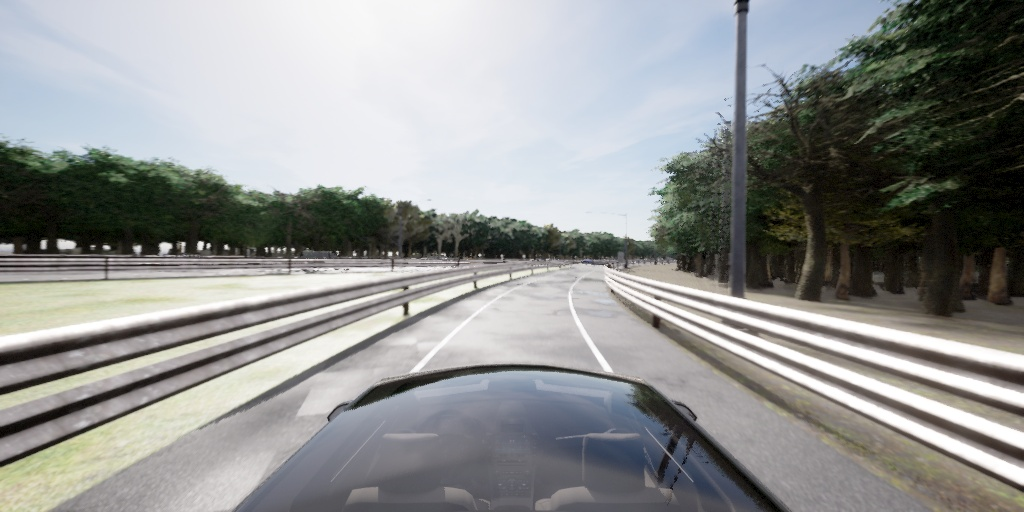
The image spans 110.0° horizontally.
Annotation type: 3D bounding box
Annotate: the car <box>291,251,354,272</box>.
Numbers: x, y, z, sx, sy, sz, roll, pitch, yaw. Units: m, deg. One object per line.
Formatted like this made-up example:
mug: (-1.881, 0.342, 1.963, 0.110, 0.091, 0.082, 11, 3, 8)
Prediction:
car: (-19.730, 0.552, 38.083, 2.150, 2.045, 5.566, 1, 0, 35)

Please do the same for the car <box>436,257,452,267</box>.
car: (-9.596, 1.064, 58.936, 1.882, 1.535, 5.008, 1, 0, 35)

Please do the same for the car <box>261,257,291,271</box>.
car: (-23.770, 0.828, 38.398, 2.033, 1.411, 5.357, 1, 0, 35)

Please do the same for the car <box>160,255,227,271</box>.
car: (-30.622, 0.640, 34.632, 2.128, 1.511, 4.902, 1, 0, 35)

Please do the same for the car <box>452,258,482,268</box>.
car: (-6.685, 1.099, 56.989, 1.882, 1.535, 5.008, 1, 0, 35)

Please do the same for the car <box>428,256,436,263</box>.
car: (-12.499, 0.895, 60.886, 2.097, 1.767, 4.553, 1, -1, 35)
